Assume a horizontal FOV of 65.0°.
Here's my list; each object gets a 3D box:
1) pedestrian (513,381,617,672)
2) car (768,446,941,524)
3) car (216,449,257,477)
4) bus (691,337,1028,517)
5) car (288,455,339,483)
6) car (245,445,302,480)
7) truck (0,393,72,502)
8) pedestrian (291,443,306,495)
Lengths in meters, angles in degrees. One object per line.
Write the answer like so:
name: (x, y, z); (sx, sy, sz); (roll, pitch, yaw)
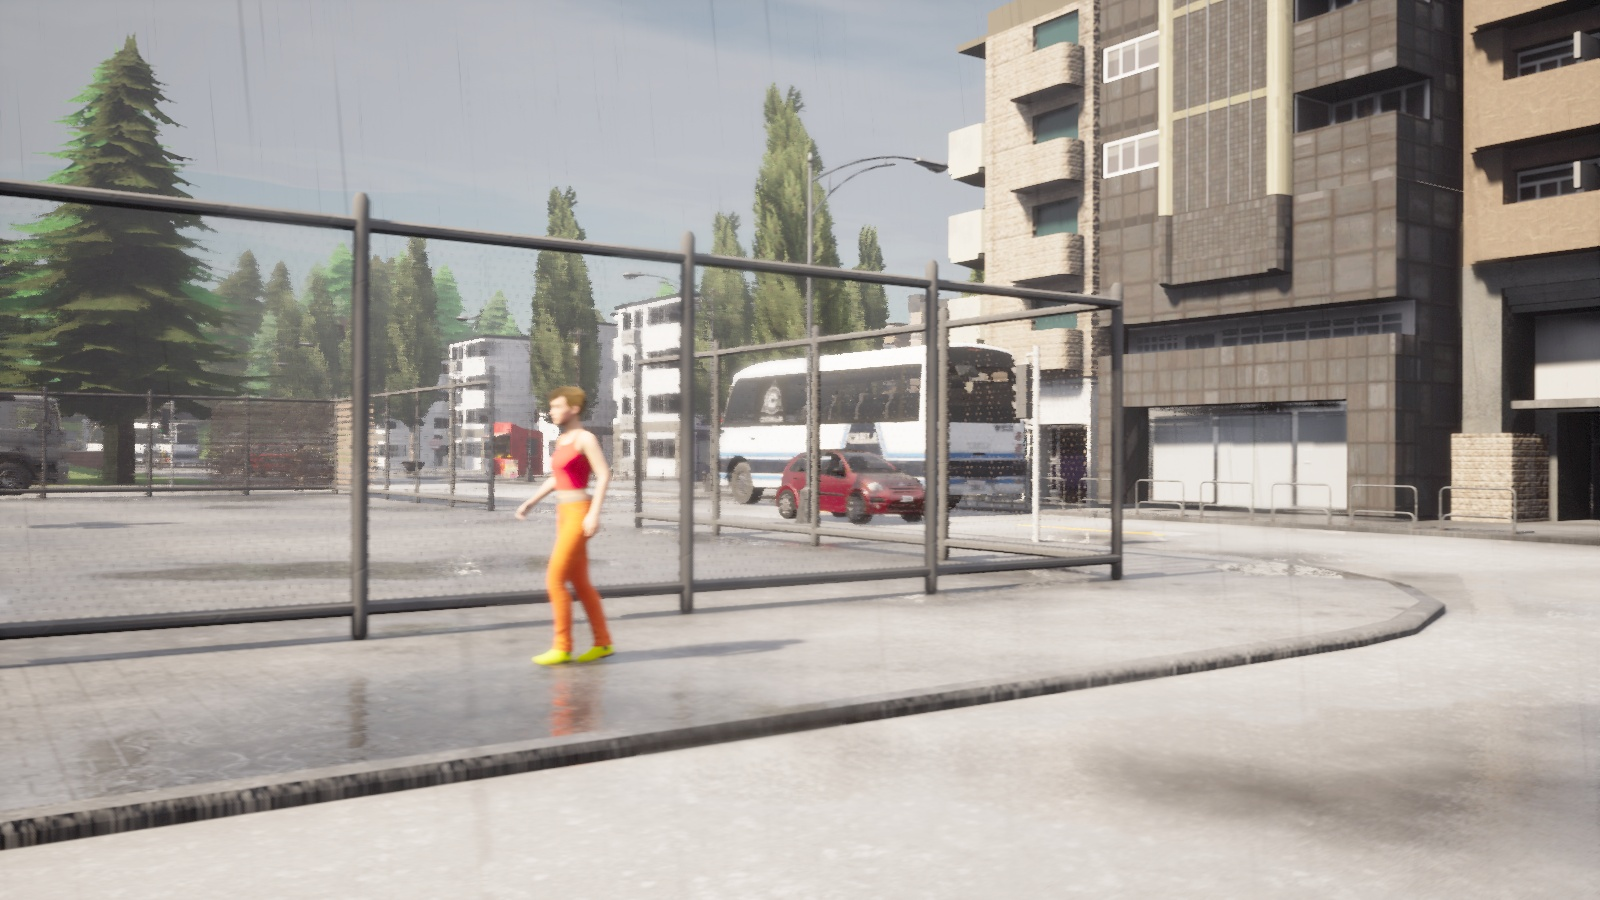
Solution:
pedestrian: (-1.542, 0.483, 8.224); (0.594, 1.836, 0.345); (0, 0, -27)
car: (1.146, 0.735, 28.122); (1.851, 1.617, 3.988); (0, 0, -34)
car: (-38.757, 0.856, 86.298); (1.905, 1.878, 3.866); (0, 0, -34)
bus: (1.253, -0.517, 35.047); (3.944, 4.253, 10.273); (0, 0, -35)
car: (-26.579, 1.006, 68.537); (1.845, 1.501, 3.633); (0, 0, -34)
car: (-32.196, 0.742, 76.703); (2.150, 2.045, 5.566); (0, 0, -35)
truck: (-27.918, -0.083, 40.034); (7.936, 3.462, 2.891); (0, 0, -35)
pedestrian: (-18.467, 0.696, 46.229); (0.396, 1.930, 0.692); (0, 0, -34)
